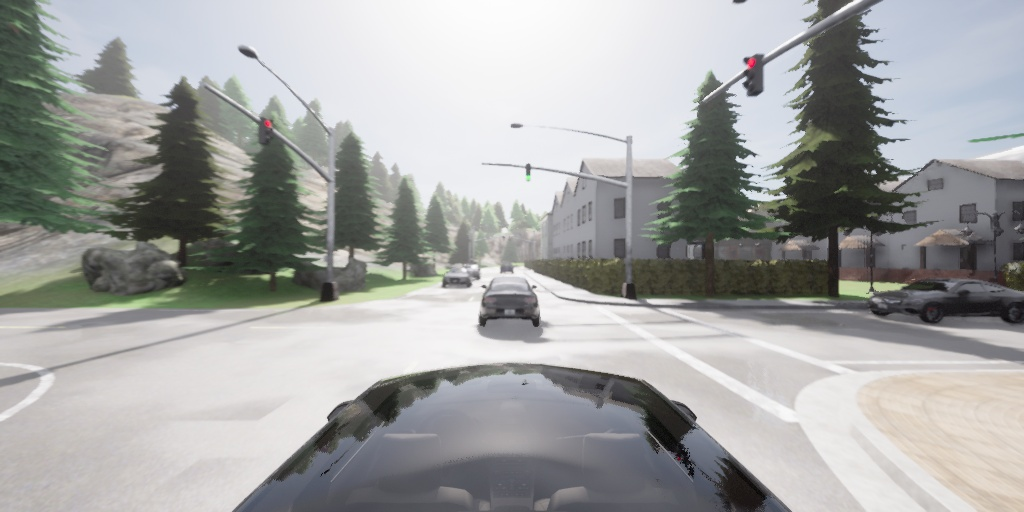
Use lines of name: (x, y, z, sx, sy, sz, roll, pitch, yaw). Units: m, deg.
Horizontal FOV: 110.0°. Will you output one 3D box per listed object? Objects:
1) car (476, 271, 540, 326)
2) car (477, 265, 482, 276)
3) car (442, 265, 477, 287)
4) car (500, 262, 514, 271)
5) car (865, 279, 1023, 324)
car: (-0.096, 1.413, 12.248, 1.812, 1.442, 4.674, 0, -1, -1)
car: (-4.192, 1.649, 37.221, 2.128, 1.511, 4.902, 0, -1, -1)
car: (-4.039, 1.599, 27.167, 1.994, 1.385, 4.181, 0, -1, -1)
car: (-0.767, 1.730, 53.351, 2.097, 1.767, 4.553, 0, -1, -1)
car: (15.405, 1.529, 12.728, 4.674, 1.442, 1.812, 0, -1, -2)
